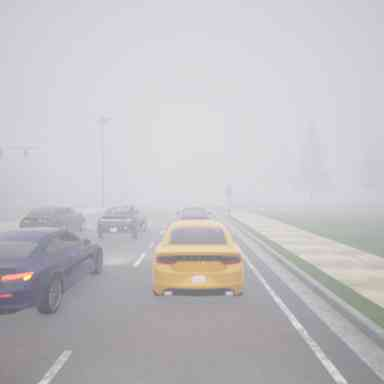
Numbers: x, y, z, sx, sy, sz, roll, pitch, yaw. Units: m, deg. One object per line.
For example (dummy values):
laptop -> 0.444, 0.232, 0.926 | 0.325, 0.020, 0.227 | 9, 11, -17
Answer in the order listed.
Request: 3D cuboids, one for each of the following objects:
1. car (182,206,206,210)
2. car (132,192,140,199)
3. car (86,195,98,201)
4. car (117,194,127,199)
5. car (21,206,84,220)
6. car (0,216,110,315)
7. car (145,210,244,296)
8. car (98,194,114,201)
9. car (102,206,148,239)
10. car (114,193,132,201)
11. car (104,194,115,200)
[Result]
car -> 0.125, 1.487, 17.862 | 1.812, 1.442, 4.674 | 0, 0, -1
car -> -15.985, 1.021, 93.086 | 2.150, 2.045, 5.566 | 0, 0, 0
car -> -23.035, 1.427, 77.496 | 1.895, 1.301, 4.718 | 0, 0, 0
car -> -19.485, 1.349, 93.117 | 1.994, 1.385, 4.181 | 0, 0, 0
car -> -6.934, 1.468, 17.050 | 1.837, 1.490, 4.892 | 0, 0, 0
car -> -3.396, 1.509, 7.414 | 1.812, 1.442, 4.674 | 0, 0, 1
car -> 0.130, 1.459, 8.624 | 1.882, 1.535, 5.008 | 0, 0, 0
car -> -19.535, 1.372, 77.540 | 2.033, 1.411, 5.357 | 0, 0, 0
car -> -3.434, 1.454, 17.066 | 2.128, 1.511, 4.902 | 0, 0, 0
car -> -16.035, 1.187, 77.575 | 2.097, 1.767, 4.553 | 0, 0, 0
car -> -22.986, 1.277, 92.790 | 1.882, 1.535, 5.008 | 0, 0, 0
